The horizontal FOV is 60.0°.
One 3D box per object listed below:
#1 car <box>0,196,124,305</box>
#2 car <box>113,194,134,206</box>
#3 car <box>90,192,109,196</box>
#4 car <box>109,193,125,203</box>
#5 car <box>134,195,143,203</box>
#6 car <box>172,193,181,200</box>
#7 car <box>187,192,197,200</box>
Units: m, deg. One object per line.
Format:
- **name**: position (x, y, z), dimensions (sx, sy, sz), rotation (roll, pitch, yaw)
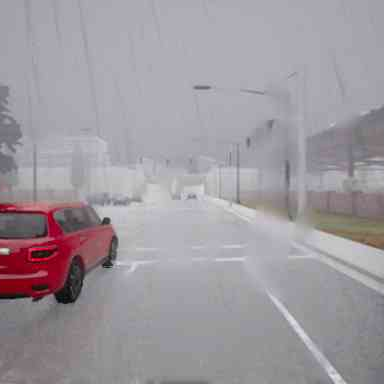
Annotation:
- **car**: position (-3.439, 1.256, 8.329), dimensions (2.150, 2.045, 5.566), rotation (0, 0, 0)
- **car**: position (-10.531, 1.314, 50.196), dimensions (1.882, 1.535, 5.008), rotation (0, 0, 0)
- **car**: position (-14.022, 1.064, 50.413), dimensions (2.150, 2.045, 5.566), rotation (0, 0, 0)
- **car**: position (-14.002, 1.110, 62.346), dimensions (2.097, 1.767, 4.553), rotation (0, 1, 0)
- **car**: position (-10.505, 1.316, 62.551), dimensions (1.994, 1.385, 4.181), rotation (0, 0, 0)
- **car**: position (-3.498, 1.062, 75.604), dimensions (2.128, 1.511, 4.902), rotation (0, 0, 0)
- **car**: position (0.002, 0.886, 75.572), dimensions (2.097, 1.767, 4.553), rotation (0, 0, 0)
